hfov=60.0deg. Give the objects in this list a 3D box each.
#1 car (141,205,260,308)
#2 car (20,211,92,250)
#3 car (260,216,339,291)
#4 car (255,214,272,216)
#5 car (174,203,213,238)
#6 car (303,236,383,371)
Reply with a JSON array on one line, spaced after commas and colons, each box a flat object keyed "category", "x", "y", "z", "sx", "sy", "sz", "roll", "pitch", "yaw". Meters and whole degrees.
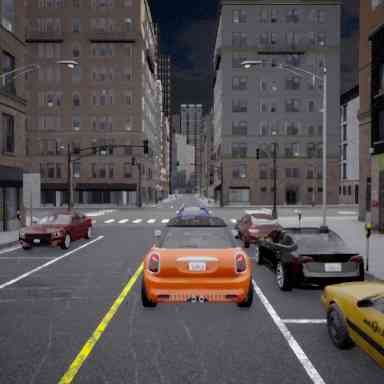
[{"category": "car", "x": 0.097, "y": 1.350, "z": 8.083, "sx": 2.097, "sy": 1.767, "sz": 4.553, "roll": 0, "pitch": 0, "yaw": 0}, {"category": "car", "x": -5.680, "y": 1.541, "z": 14.414, "sx": 1.887, "sy": 1.381, "sz": 4.507, "roll": -1, "pitch": 0, "yaw": 0}, {"category": "car", "x": 2.866, "y": 1.564, "z": 8.832, "sx": 1.947, "sy": 1.339, "sz": 4.313, "roll": -1, "pitch": 0, "yaw": 0}, {"category": "car", "x": 2.866, "y": 1.578, "z": 14.418, "sx": 1.802, "sy": 1.307, "sz": 4.206, "roll": -1, "pitch": 0, "yaw": 0}, {"category": "car", "x": 0.100, "y": 1.473, "z": 18.634, "sx": 1.882, "sy": 1.535, "sz": 5.008, "roll": 0, "pitch": 0, "yaw": 1}, {"category": "car", "x": 2.866, "y": 1.524, "z": 3.416, "sx": 1.752, "sy": 1.417, "sz": 4.829, "roll": -1, "pitch": 0, "yaw": 0}]
